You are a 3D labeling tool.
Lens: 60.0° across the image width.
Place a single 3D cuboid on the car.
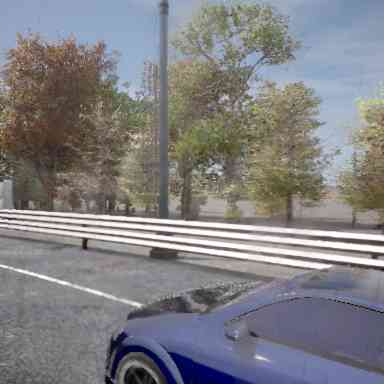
[{"bbox_3d":[1.162,1.368,2.818,4.181,1.385,1.994,0,0,38],"label":"car"}]
